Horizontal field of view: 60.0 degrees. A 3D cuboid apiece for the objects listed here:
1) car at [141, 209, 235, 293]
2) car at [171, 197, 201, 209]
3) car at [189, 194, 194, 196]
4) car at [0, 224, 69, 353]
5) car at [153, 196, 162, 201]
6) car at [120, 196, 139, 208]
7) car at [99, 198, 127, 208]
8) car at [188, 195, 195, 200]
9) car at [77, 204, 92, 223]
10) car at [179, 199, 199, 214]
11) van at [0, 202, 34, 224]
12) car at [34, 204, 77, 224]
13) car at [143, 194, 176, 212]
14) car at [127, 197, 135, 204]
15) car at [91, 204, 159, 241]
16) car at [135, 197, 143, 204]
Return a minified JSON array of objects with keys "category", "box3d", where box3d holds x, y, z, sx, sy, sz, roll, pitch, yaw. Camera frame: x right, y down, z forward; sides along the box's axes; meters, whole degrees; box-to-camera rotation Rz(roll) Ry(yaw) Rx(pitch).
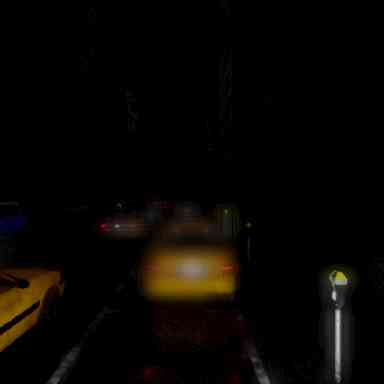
[{"category":"car","box3d":[0.005,1.457,8.840,1.801,1.575,5.366,0,0,0]},{"category":"car","box3d":[-0.290,1.443,25.481,1.967,1.590,4.097,0,0,0]},{"category":"car","box3d":[-0.257,1.500,84.576,1.967,1.590,4.097,0,0,0]},{"category":"car","box3d":[-3.145,1.455,3.778,1.801,1.575,5.366,0,0,0]},{"category":"car","box3d":[-8.782,1.642,84.589,1.802,1.307,4.206,0,0,0]},{"category":"car","box3d":[-8.816,1.451,47.486,1.967,1.590,4.097,0,0,0]},{"category":"car","box3d":[-8.815,1.572,36.483,1.947,1.339,4.313,0,0,0]},{"category":"car","box3d":[-0.237,1.635,95.394,2.008,1.369,4.403,0,0,0]},{"category":"car","box3d":[-8.815,1.585,25.481,1.802,1.307,4.206,0,0,0]},{"category":"car","box3d":[-0.290,1.557,36.484,2.008,1.369,4.403,0,0,0]},{"category":"van","box3d":[-8.815,1.342,14.478,1.690,1.788,3.998,0,0,0]},{"category":"car","box3d":[-8.815,1.567,19.979,1.947,1.339,4.313,0,0,0]},{"category":"car","box3d":[-3.109,1.228,32.796,2.150,2.045,5.566,0,0,1]},{"category":"car","box3d":[-8.815,1.591,41.985,1.802,1.307,4.206,0,0,0]},{"category":"car","box3d":[-3.121,1.549,16.715,2.033,1.411,5.357,0,0,0]},{"category":"car","box3d":[-6.184,1.611,44.291,1.895,1.301,4.718,0,0,1]}]
